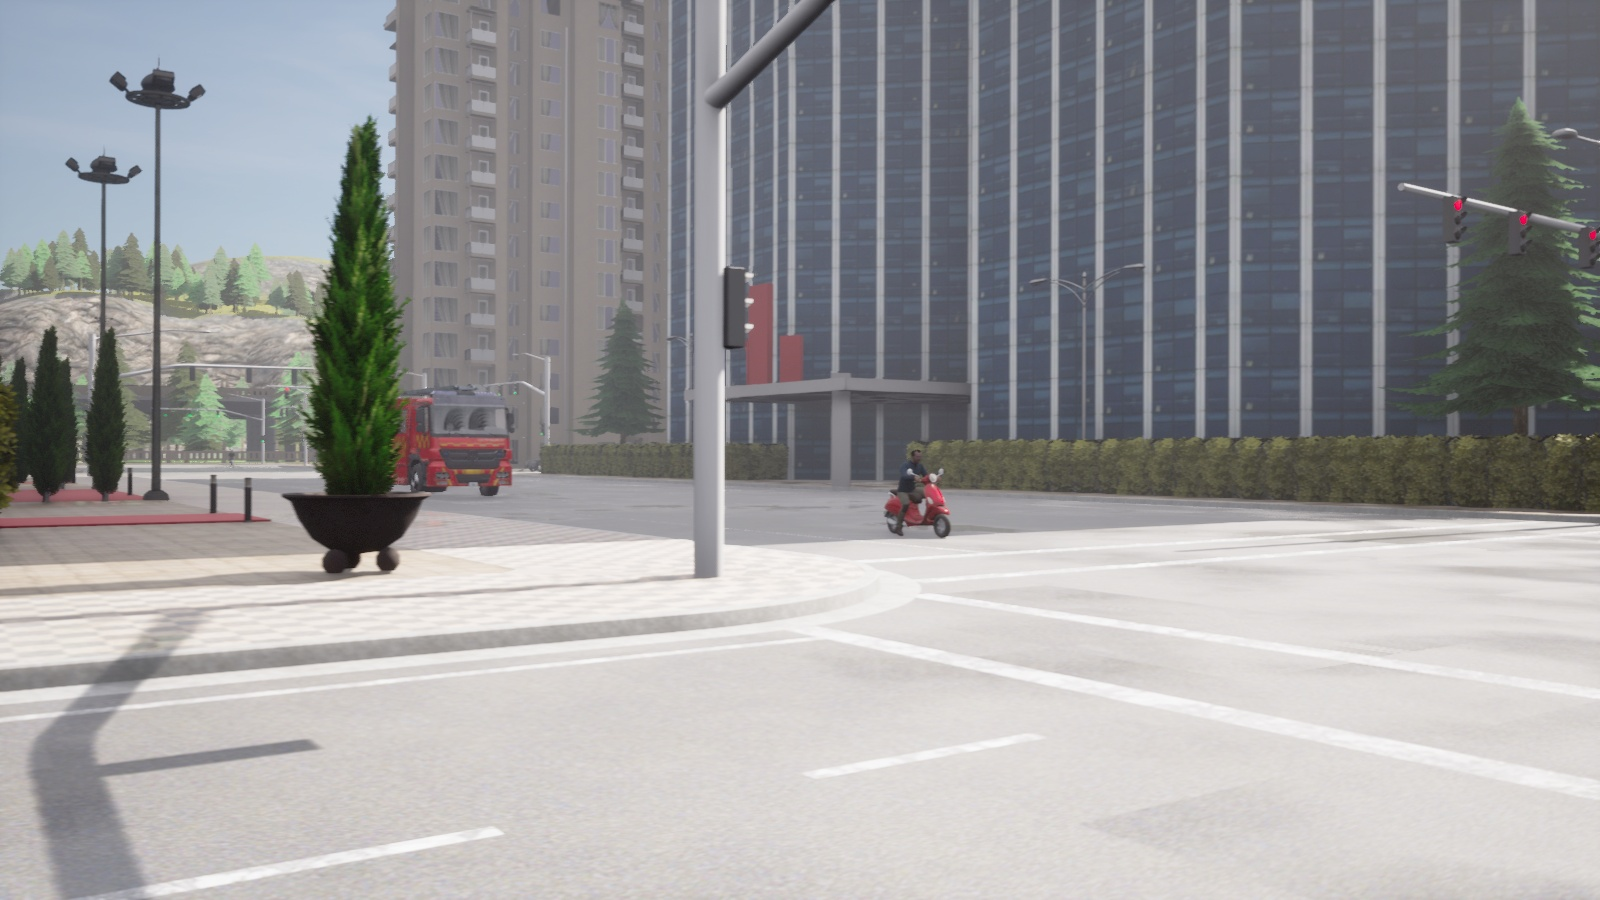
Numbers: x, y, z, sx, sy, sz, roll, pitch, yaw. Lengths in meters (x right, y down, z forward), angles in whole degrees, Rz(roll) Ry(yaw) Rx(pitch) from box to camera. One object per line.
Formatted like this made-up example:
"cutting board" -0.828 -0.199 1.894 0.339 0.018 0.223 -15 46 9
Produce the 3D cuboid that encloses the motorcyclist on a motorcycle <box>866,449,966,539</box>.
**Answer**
"motorcyclist on a motorcycle" 2.108 0.773 23.020 0.866 1.590 1.817 0 0 -35

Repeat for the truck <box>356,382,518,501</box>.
"truck" -13.021 -0.261 44.456 2.891 3.827 8.468 0 0 -35
